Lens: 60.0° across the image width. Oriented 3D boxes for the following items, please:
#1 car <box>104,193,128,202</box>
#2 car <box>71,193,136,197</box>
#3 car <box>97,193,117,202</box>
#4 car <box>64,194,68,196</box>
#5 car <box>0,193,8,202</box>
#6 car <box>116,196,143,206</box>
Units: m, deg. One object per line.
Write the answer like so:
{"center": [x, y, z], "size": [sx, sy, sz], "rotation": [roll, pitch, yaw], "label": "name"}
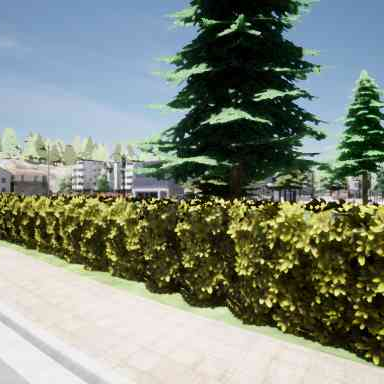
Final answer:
{"center": [-15.867, 1.096, 69.687], "size": [1.932, 1.855, 4.605], "rotation": [0, 0, 44], "label": "car"}
{"center": [-8.090, 1.221, 31.073], "size": [2.150, 2.045, 5.566], "rotation": [0, 0, 44], "label": "car"}
{"center": [-18.225, 1.075, 71.435], "size": [1.905, 1.878, 3.866], "rotation": [0, 0, 44], "label": "car"}
{"center": [-27.333, 1.151, 80.420], "size": [2.152, 1.636, 5.027], "rotation": [0, 0, 44], "label": "car"}
{"center": [-41.776, 1.095, 70.250], "size": [1.932, 1.855, 4.605], "rotation": [0, 0, 44], "label": "car"}
{"center": [-10.068, 1.383, 53.349], "size": [1.970, 1.475, 3.806], "rotation": [0, 0, 44], "label": "car"}
